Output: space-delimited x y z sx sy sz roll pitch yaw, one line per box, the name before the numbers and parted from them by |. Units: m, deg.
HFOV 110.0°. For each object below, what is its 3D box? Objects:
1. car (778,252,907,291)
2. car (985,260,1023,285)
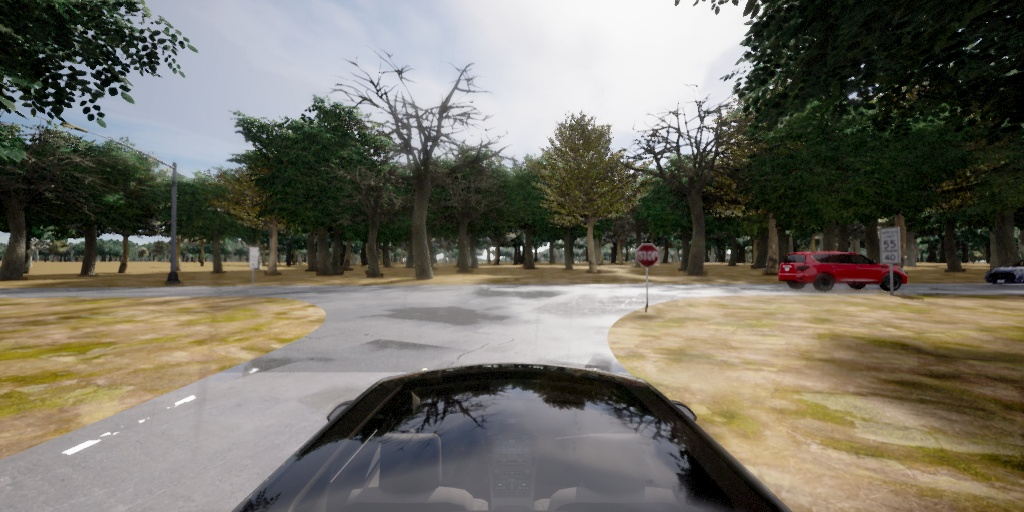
car | 17.534 0.808 19.260 5.566 2.045 2.150 0 -2 2
car | 32.702 0.968 22.257 4.553 1.767 2.097 0 -2 2
